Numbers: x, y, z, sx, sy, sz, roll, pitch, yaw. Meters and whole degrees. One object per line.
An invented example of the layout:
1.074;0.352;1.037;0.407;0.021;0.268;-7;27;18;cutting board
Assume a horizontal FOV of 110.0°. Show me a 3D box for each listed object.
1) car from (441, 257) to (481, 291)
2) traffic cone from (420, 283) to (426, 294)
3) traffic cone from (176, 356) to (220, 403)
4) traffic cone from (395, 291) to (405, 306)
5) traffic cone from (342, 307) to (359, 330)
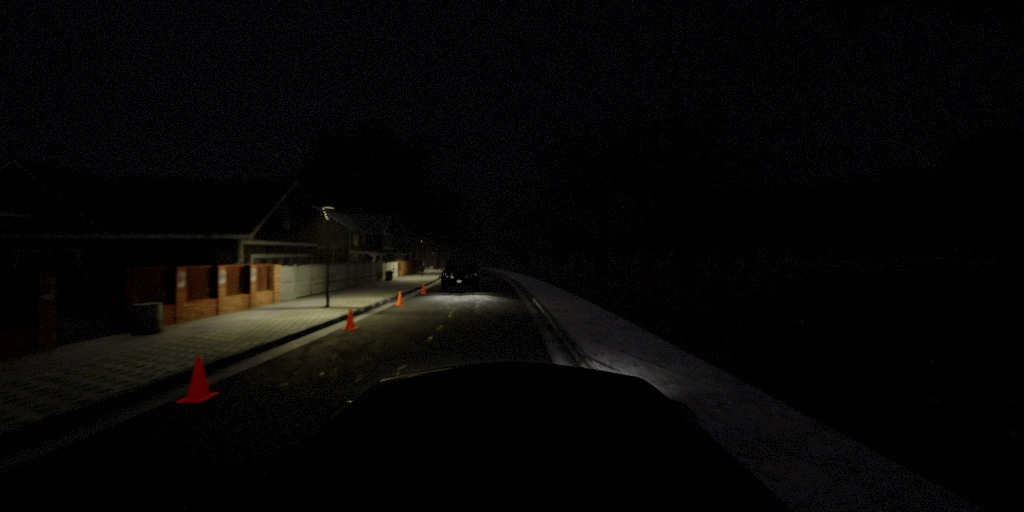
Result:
-3.183;1.075;22.951;2.150;2.045;5.566;0;0;-5;car
-4.923;1.792;19.955;0.340;0.580;0.340;0;0;-3;traffic cone
-4.435;1.717;5.079;0.340;0.580;0.340;0;0;-1;traffic cone
-4.682;1.762;14.999;0.340;0.580;0.340;0;0;-2;traffic cone
-4.519;1.737;10.039;0.340;0.580;0.340;0;0;-1;traffic cone
